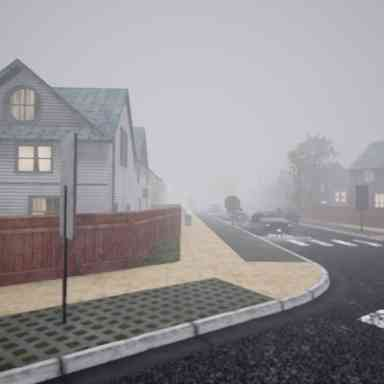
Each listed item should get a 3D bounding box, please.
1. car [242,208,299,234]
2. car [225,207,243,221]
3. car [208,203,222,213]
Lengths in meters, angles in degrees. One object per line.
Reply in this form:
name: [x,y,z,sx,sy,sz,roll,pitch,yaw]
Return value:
car: [5.133,1.986,22.613,2.033,1.411,5.357,1,-2,-2]
car: [4.683,2.294,35.490,1.837,1.490,4.892,1,-1,-2]
car: [3.992,2.754,57.544,2.097,1.767,4.553,1,-1,-2]
